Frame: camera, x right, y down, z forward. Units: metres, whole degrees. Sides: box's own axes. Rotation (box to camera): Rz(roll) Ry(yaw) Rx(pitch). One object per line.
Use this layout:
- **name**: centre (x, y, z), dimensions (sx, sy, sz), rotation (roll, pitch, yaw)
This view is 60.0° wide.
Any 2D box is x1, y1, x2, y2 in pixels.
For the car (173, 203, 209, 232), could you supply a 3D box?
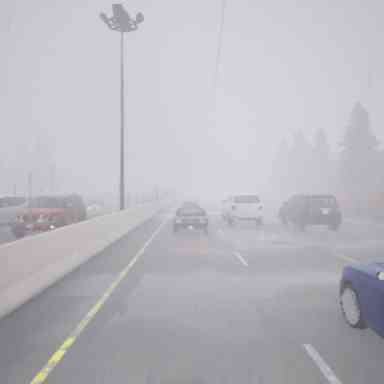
- **car**: centre (-0.079, 1.520, 19.312), dimensions (1.895, 1.301, 4.718), rotation (0, 0, 0)

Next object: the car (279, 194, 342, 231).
- **car**: centre (6.915, 1.130, 19.955), dimensions (2.150, 2.045, 5.566), rotation (0, 0, 0)

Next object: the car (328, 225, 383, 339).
- **car**: centre (3.527, 1.457, 3.844), dimensions (1.882, 1.535, 5.008), rotation (0, 0, 0)

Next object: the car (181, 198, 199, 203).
- **car**: centre (-0.203, 1.371, 36.934), dimensions (1.812, 1.442, 4.674), rotation (0, 0, 0)

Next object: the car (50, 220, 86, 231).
- **car**: centre (-7.268, 1.156, 17.601), dimensions (2.150, 2.045, 5.566), rotation (0, 0, 0)

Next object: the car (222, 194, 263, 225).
- **car**: centre (3.395, 1.121, 23.036), dimensions (2.150, 2.045, 5.566), rotation (0, 0, 0)
